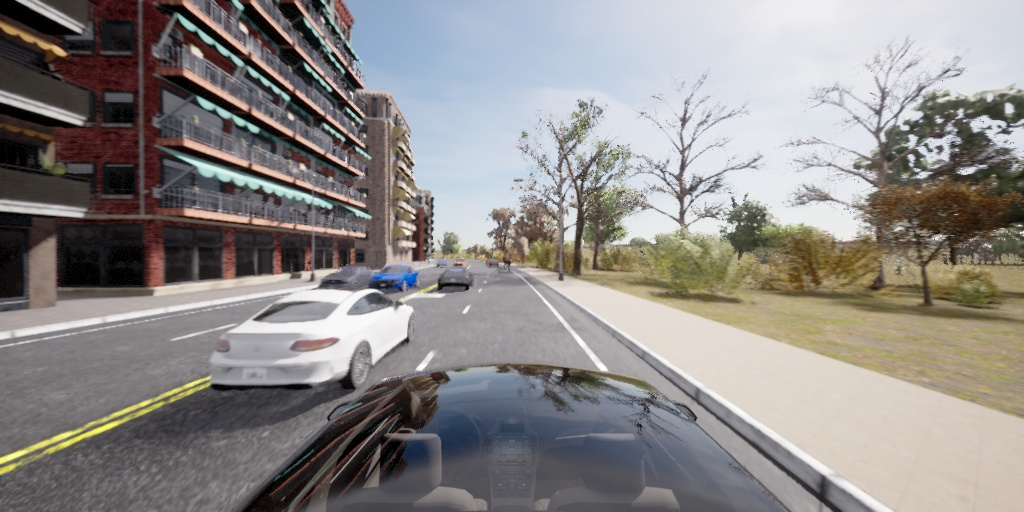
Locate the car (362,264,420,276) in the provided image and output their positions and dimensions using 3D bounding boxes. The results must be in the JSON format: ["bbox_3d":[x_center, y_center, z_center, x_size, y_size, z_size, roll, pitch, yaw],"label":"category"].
[{"bbox_3d":[-6.873,1.264,21.413,1.882,1.535,5.008,0,0,-2],"label":"car"}]

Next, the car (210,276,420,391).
[{"bbox_3d":[-3.174,1.286,6.712,1.812,1.442,4.674,0,0,0],"label":"car"}]

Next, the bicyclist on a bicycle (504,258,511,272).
[{"bbox_3d":[-0.360,1.176,44.275,0.659,1.776,1.843,0,0,-4],"label":"bicyclist on a bicycle"}]

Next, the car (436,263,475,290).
[{"bbox_3d":[-3.466,1.348,22.769,1.994,1.385,4.181,0,0,-2],"label":"car"}]

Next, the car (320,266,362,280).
[{"bbox_3d":[-10.159,1.340,22.880,2.033,1.411,5.357,0,0,-2],"label":"car"}]

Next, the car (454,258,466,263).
[{"bbox_3d":[-9.260,1.206,64.017,2.097,1.767,4.553,0,0,-5],"label":"car"}]
